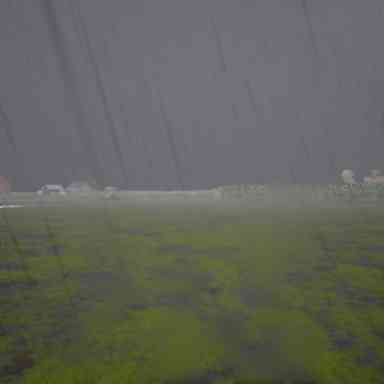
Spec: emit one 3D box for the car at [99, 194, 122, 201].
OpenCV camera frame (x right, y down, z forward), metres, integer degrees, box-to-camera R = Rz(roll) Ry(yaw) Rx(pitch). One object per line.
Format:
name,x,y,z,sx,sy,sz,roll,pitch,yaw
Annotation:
car,-17.819,1.177,72.880,2.033,1.411,5.357,1,0,34
